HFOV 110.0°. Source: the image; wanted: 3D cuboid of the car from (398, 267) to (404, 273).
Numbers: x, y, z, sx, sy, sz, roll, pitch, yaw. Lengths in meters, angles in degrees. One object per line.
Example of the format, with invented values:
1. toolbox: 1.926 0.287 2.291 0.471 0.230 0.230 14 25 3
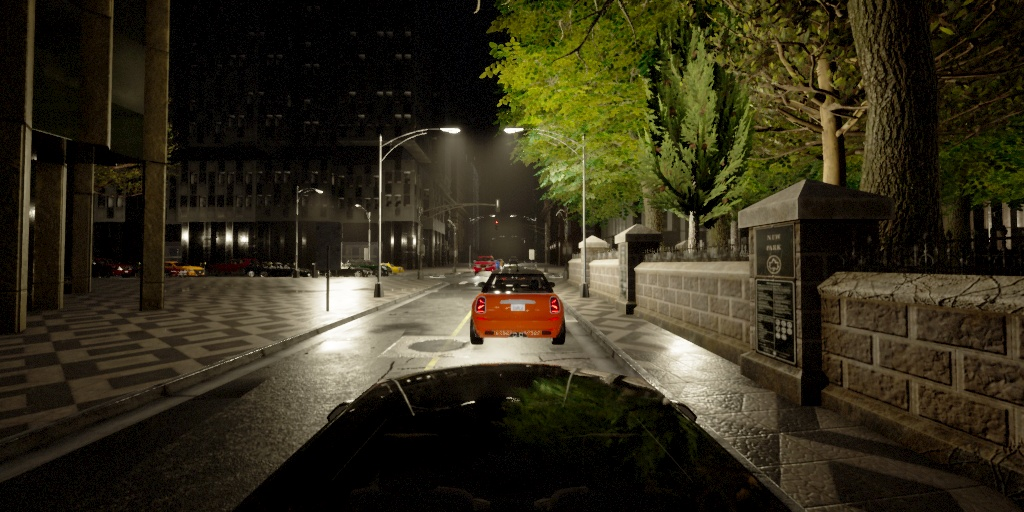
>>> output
1. car: -14.605 1.426 39.978 4.829 1.417 1.751 0 0 1

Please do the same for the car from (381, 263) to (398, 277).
1. car: -13.742 1.125 34.126 4.553 1.767 2.097 0 -1 0

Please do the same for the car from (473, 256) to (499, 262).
1. car: -2.938 1.028 39.347 2.150 2.045 5.566 0 0 0

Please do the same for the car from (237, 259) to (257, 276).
1. car: -22.825 1.290 34.215 4.892 1.490 1.837 0 -1 1

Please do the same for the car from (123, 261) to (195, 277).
1. car: -31.049 1.320 31.617 4.207 1.307 1.802 0 0 1

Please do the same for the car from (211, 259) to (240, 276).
1. car: -30.971 1.237 40.140 5.009 1.841 2.192 0 0 1

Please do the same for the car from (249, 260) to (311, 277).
1. car: -20.023 1.289 31.508 4.313 1.339 1.948 0 0 1

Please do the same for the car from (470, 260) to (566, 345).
1. car: 0.128 1.107 9.678 2.097 1.767 4.553 0 0 0

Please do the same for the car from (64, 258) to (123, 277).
1. car: -36.561 1.061 31.672 5.009 1.841 2.192 0 0 1

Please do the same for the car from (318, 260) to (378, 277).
1. car: -14.510 1.267 31.453 4.403 1.370 2.007 0 0 1

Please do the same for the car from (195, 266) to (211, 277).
1. car: -32.330 1.276 34.317 5.008 1.535 1.882 0 -1 0
